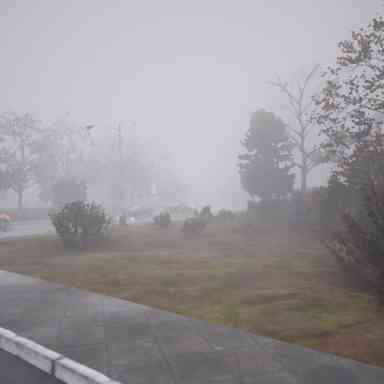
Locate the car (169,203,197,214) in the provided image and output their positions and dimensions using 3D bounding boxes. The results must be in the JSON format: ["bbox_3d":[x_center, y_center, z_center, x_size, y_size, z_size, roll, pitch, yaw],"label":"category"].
[{"bbox_3d":[-1.329,2.455,50.502,1.812,1.442,4.674,-3,-2,33],"label":"car"}]

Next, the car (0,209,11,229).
[{"bbox_3d":[-16.907,2.162,26.071,2.097,1.767,4.553,-3,-2,33],"label":"car"}]

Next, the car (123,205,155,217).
[{"bbox_3d":[-6.624,2.392,42.087,1.812,1.442,4.674,-3,-2,32],"label":"car"}]

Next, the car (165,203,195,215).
[{"bbox_3d":[-1.545,2.204,43.264,1.882,1.535,5.008,-3,-2,32],"label":"car"}]
